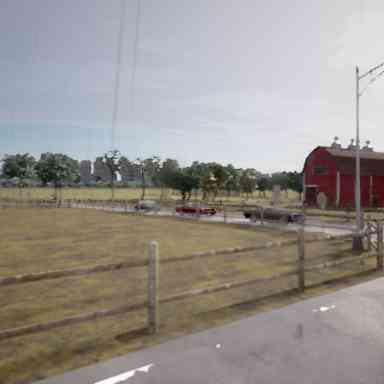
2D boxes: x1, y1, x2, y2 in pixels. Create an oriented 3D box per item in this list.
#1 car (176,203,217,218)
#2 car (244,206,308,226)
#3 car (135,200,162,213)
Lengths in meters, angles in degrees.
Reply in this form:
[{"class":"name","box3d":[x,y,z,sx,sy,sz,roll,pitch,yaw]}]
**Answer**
[{"class":"car","box3d":[0.406,1.738,32.901,1.895,1.301,4.718,-1,0,-35]},{"class":"car","box3d":[6.180,1.710,24.771,1.895,1.301,4.718,-1,0,-36]},{"class":"car","box3d":[-5.525,1.726,41.298,1.812,1.442,4.674,-1,0,-35]}]
